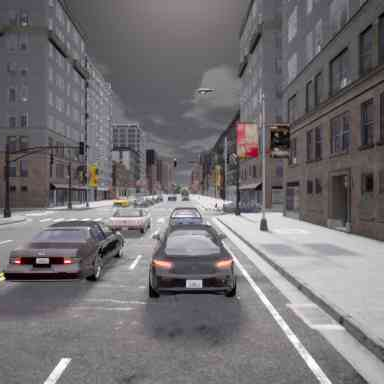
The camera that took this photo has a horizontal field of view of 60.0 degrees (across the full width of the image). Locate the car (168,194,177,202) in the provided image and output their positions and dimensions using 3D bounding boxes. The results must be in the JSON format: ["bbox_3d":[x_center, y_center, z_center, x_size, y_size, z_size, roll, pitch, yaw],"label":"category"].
[{"bbox_3d":[-4.847,1.500,80.285,1.882,1.535,5.008,0,0,-1],"label":"car"}]

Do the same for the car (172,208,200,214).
[{"bbox_3d":[-0.333,1.552,18.016,2.033,1.411,5.357,0,0,-1],"label":"car"}]

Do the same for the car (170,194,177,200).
[{"bbox_3d":[-5.058,1.395,90.702,1.837,1.490,4.892,0,0,-1],"label":"car"}]

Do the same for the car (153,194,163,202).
[{"bbox_3d":[-8.081,1.368,79.475,2.097,1.767,4.553,0,0,-1],"label":"car"}]

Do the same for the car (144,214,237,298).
[{"bbox_3d":[-0.038,1.527,8.429,1.812,1.442,4.674,0,0,-2],"label":"car"}]

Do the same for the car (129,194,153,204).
[{"bbox_3d":[-7.577,1.512,50.021,2.128,1.511,4.902,0,0,-1],"label":"car"}]

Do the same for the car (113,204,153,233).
[{"bbox_3d":[-3.513,1.606,19.432,1.895,1.301,4.718,0,0,-1],"label":"car"}]

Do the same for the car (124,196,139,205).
[{"bbox_3d":[-11.011,1.550,60.716,1.812,1.442,4.674,0,0,-1],"label":"car"}]

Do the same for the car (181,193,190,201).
[{"bbox_3d":[-1.606,1.618,80.797,1.895,1.301,4.718,0,0,-1],"label":"car"}]

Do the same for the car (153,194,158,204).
[{"bbox_3d":[-7.748,1.515,59.374,2.128,1.511,4.902,0,0,-1],"label":"car"}]

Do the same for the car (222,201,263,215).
[{"bbox_3d":[5.190,1.595,33.903,4.181,1.385,1.994,0,0,-1],"label":"car"}]

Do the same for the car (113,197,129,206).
[{"bbox_3d":[-10.859,1.499,51.494,1.882,1.535,5.008,0,0,-1],"label":"car"}]

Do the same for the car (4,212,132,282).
[{"bbox_3d":[-3.314,1.549,9.767,2.033,1.411,5.357,0,0,-1],"label":"car"}]

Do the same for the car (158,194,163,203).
[{"bbox_3d":[-7.874,1.551,69.244,2.128,1.511,4.902,0,0,-1],"label":"car"}]
